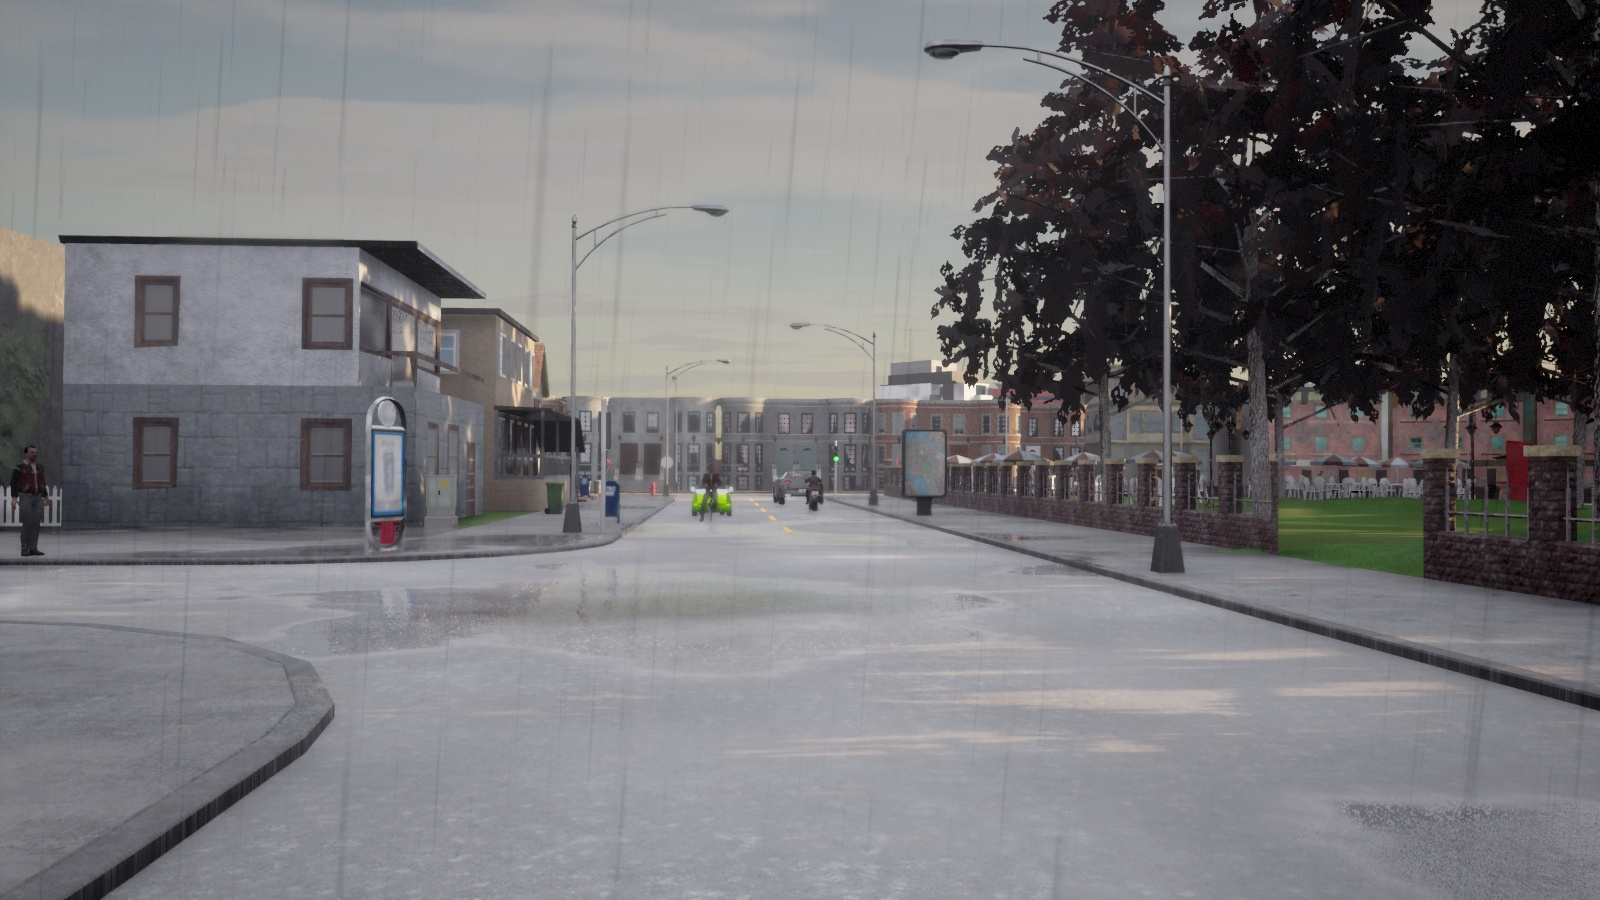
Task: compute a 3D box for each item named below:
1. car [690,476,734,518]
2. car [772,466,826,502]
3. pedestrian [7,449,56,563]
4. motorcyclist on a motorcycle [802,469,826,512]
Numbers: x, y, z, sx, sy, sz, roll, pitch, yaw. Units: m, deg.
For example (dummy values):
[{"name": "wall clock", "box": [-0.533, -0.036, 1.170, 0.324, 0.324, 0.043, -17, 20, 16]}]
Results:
[{"name": "car", "box": [-3.034, 1.611, 43.457, 1.481, 1.376, 2.207, 0, -1, -4]}, {"name": "car", "box": [-0.107, 1.610, 60.621, 2.152, 1.651, 5.027, 0, -1, -5]}, {"name": "pedestrian", "box": [-12.735, 0.924, 20.818, 0.720, 1.854, 0.376, -1, -1, 28]}, {"name": "motorcyclist on a motorcycle", "box": [0.536, 1.604, 50.182, 0.766, 1.649, 2.350, 0, -1, -4]}]
